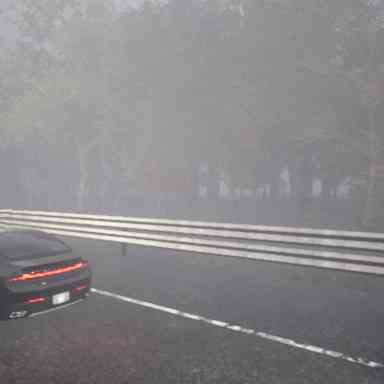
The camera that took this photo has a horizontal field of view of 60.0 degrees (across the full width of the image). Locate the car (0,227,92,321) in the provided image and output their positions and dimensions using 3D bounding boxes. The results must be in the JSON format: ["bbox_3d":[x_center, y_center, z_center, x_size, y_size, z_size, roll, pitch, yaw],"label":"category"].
[{"bbox_3d":[-4.135,1.505,6.914,4.892,1.490,1.837,0,0,35],"label":"car"}]
